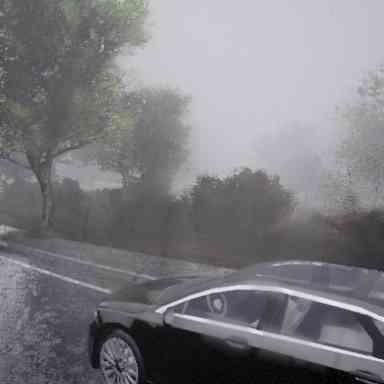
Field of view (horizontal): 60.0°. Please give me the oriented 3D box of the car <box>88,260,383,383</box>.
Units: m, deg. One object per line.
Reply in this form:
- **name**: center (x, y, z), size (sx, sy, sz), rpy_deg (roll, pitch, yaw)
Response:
- **car**: center (0.922, 1.507, 3.487), size (4.902, 1.511, 2.128), rpy_deg (0, 0, 36)
